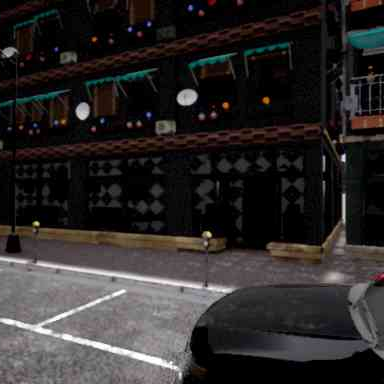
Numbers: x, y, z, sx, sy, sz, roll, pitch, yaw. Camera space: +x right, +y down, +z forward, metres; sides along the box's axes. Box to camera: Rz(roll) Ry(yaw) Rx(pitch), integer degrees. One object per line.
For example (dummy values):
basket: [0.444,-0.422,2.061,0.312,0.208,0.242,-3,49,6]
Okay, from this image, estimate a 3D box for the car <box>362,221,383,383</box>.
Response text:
car: [4.550,1.384,3.370,5.009,1.841,2.192,0,-1,26]

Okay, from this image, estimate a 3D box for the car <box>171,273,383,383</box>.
car: [2.526,1.261,2.012,5.566,2.045,2.150,0,-1,24]
